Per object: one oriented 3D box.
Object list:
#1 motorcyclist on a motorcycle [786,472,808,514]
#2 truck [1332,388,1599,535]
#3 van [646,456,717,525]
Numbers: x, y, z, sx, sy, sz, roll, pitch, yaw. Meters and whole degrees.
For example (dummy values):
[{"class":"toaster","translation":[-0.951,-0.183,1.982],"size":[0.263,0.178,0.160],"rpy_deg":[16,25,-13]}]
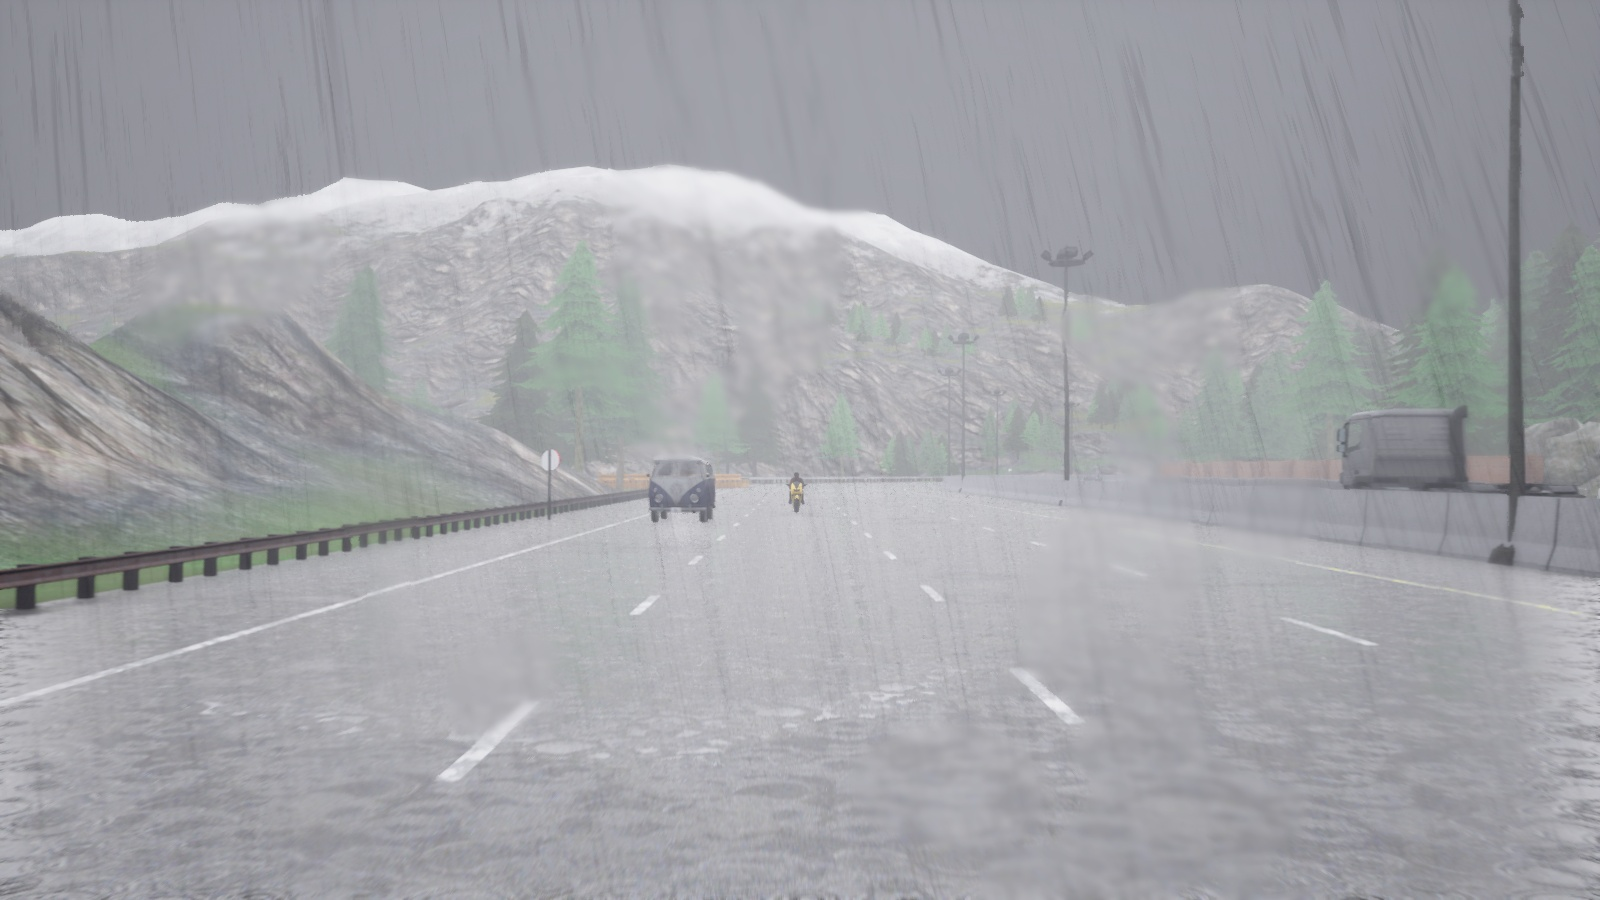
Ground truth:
[{"class":"motorcyclist on a motorcycle","translation":[-0.113,1.581,46.839],"size":[0.797,1.523,2.044],"rpy_deg":[0,-1,0]},{"class":"truck","translation":[17.415,0.326,33.631],"size":[2.891,3.462,7.936],"rpy_deg":[0,-1,0]},{"class":"van","translation":[-3.594,1.231,38.648],"size":[1.775,1.987,4.442],"rpy_deg":[0,-1,0]}]
